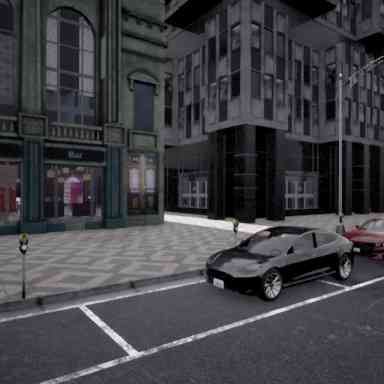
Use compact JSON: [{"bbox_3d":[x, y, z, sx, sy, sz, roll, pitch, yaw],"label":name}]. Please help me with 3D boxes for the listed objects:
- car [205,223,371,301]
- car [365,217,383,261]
[{"bbox_3d":[2.337,1.566,8.324,4.313,1.339,1.947,0,0,-36],"label":"car"},{"bbox_3d":[6.921,1.545,11.603,4.507,1.381,1.887,0,0,-36],"label":"car"}]
